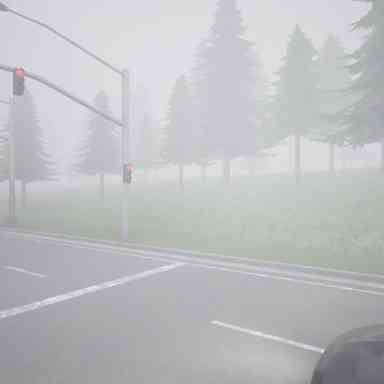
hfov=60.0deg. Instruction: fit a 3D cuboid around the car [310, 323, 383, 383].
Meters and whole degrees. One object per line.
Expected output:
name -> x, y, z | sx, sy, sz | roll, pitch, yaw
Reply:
car -> 3.161, 1.505, 1.732 | 4.892, 1.490, 1.837 | 0, 0, 35
